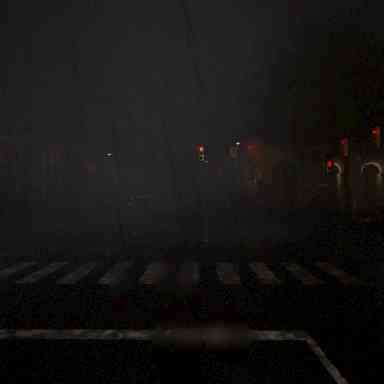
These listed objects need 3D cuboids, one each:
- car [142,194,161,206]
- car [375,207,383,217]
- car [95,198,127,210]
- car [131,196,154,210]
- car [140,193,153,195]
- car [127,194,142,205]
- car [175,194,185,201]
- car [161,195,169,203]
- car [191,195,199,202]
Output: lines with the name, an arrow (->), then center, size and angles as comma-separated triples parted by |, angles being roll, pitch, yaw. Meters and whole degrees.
car -> -6.704, 1.524, 55.324 | 1.812, 1.442, 4.674 | 0, 0, 1
car -> 18.595, 1.525, 29.174 | 4.674, 1.442, 1.812 | 0, 0, 1
car -> -10.635, 1.546, 43.126 | 2.033, 1.411, 5.357 | 0, 0, 7
car -> -6.276, 1.546, 42.833 | 2.033, 1.411, 5.357 | 0, 0, -6
car -> -9.956, 1.219, 68.645 | 2.150, 2.045, 5.566 | 0, 0, 1
car -> -10.190, 1.562, 56.475 | 1.994, 1.385, 4.181 | 0, 0, 1
car -> -2.781, 1.277, 78.628 | 2.097, 1.767, 4.553 | 0, 0, 1
car -> -6.446, 1.599, 69.188 | 1.895, 1.301, 4.718 | 0, 0, 1
car -> 0.719, 1.447, 78.599 | 2.128, 1.511, 4.902 | 0, 0, 1
